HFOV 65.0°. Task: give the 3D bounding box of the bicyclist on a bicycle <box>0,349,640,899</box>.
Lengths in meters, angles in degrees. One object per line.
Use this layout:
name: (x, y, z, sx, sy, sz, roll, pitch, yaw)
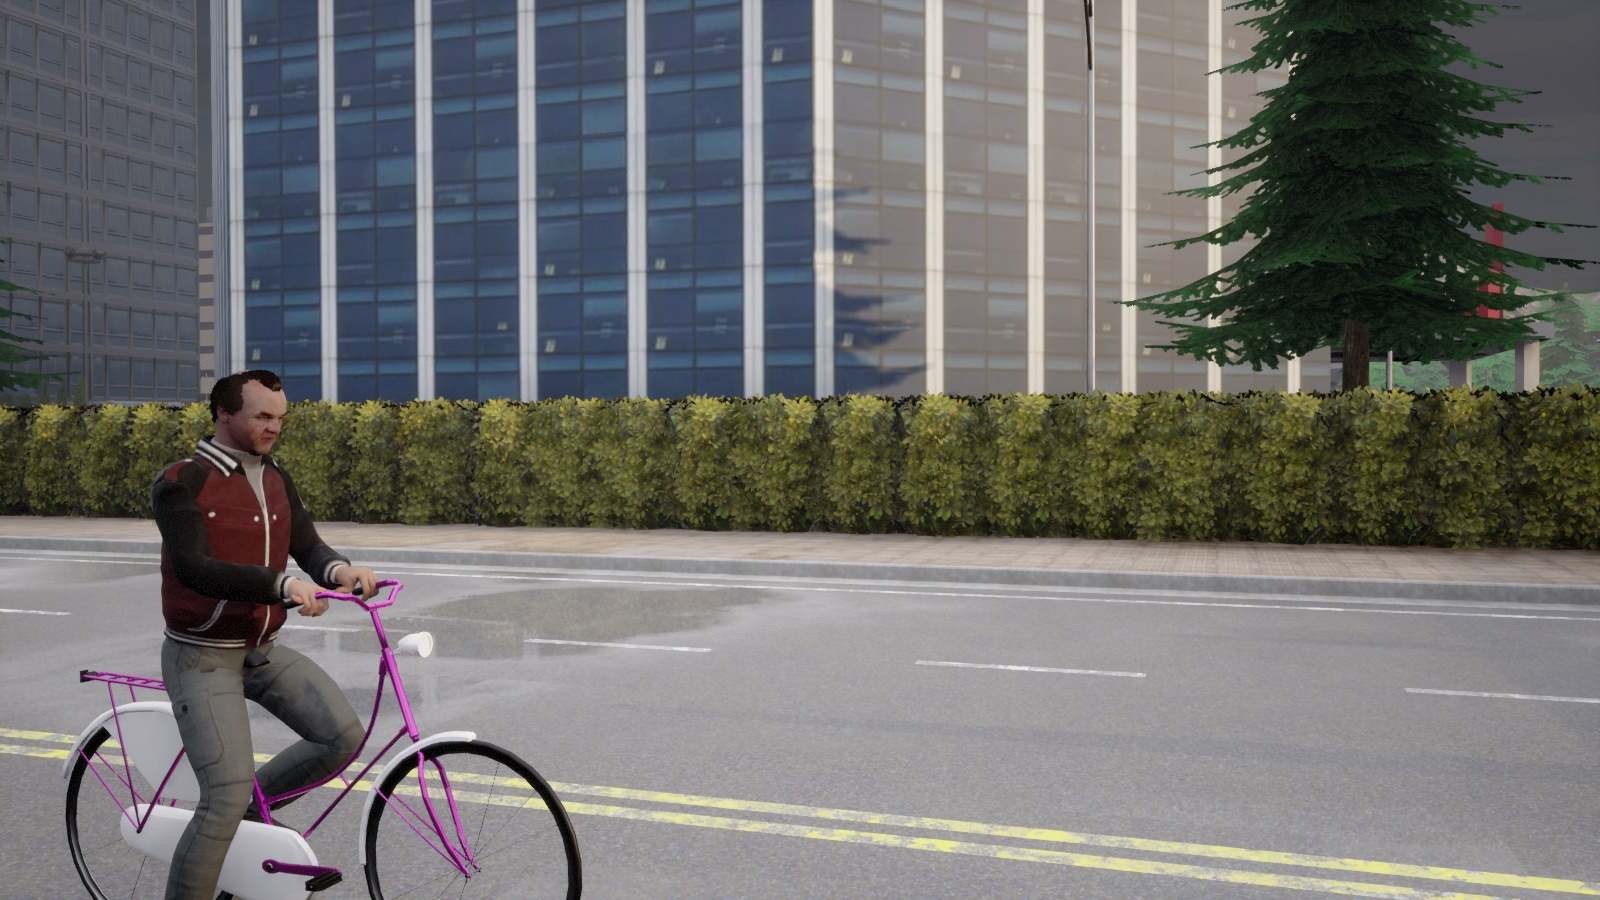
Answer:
bicyclist on a bicycle: (-1.451, 0.633, 3.680, 1.843, 1.776, 0.659, 0, 1, 19)
